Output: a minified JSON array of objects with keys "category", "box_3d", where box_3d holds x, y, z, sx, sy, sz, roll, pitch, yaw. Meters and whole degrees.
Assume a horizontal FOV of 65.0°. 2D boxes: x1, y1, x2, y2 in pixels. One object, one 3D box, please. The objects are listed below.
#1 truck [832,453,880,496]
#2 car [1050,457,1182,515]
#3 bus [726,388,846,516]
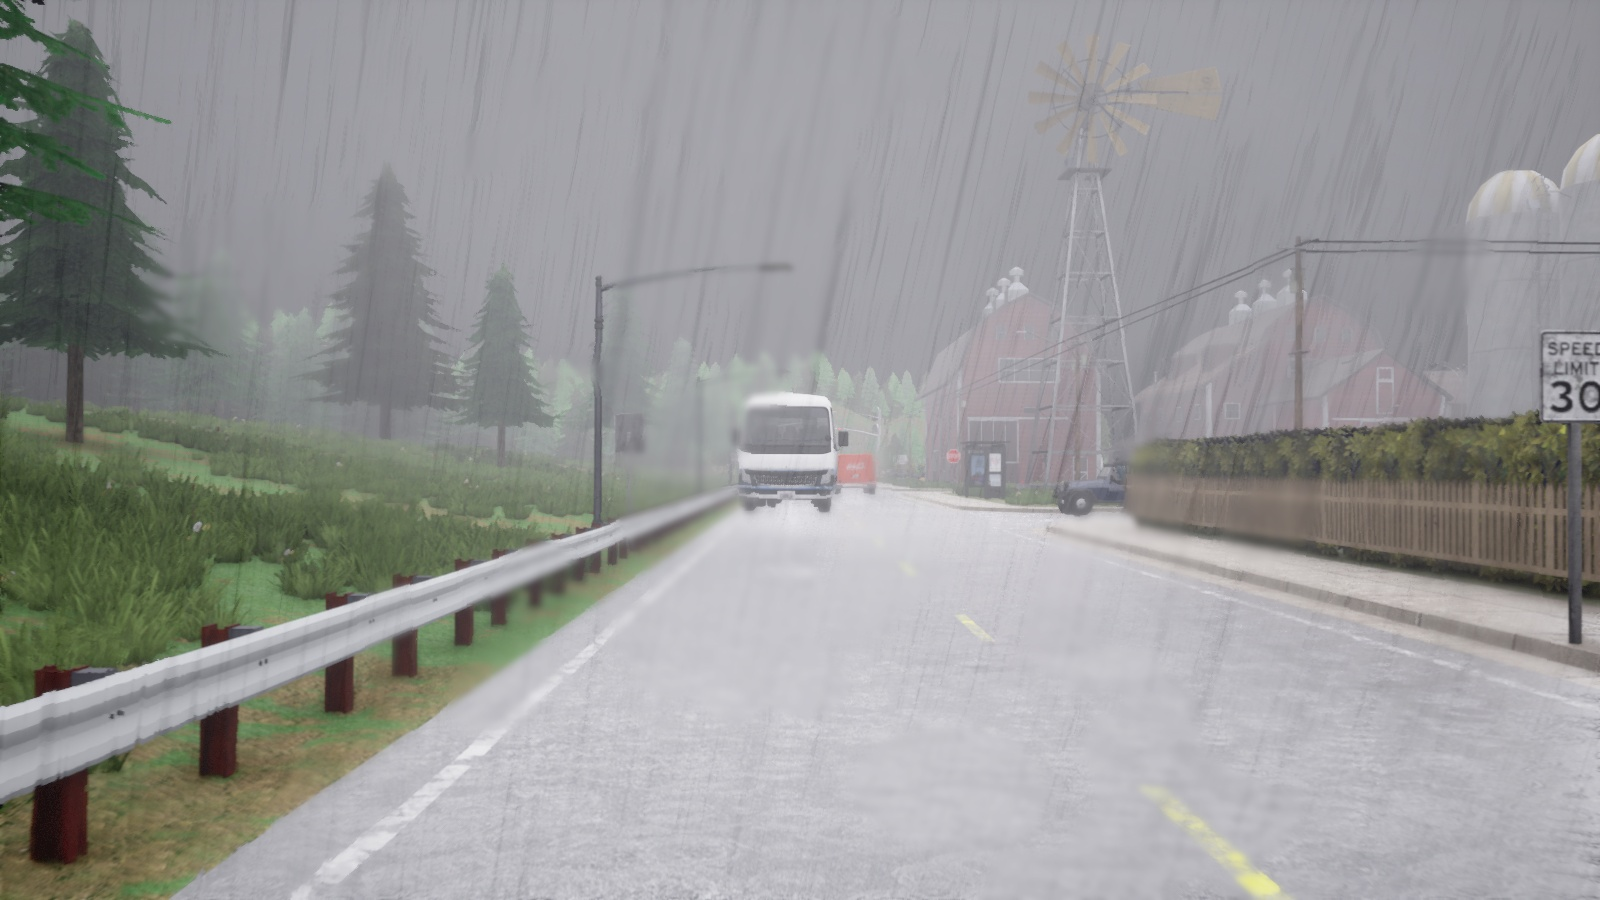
[{"category":"truck","box_3d":[3.319,1.452,75.904,2.627,2.467,5.204,0,0,0]},{"category":"car","box_3d":[10.457,1.187,41.713,3.866,1.878,1.905,0,-1,-1]},{"category":"bus","box_3d":[-0.272,0.139,47.182,3.944,4.253,10.273,0,-1,2]}]
